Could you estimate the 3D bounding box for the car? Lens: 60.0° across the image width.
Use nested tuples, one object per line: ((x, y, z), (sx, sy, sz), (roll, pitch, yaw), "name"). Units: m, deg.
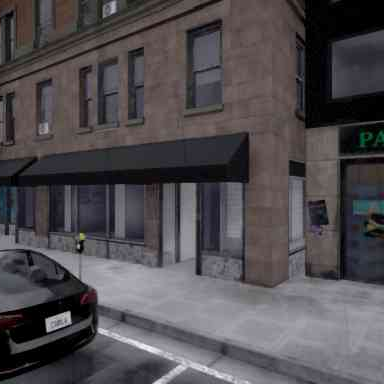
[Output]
((-3.266, 1.566, 5.138), (4.313, 1.339, 1.947), (0, 0, 36), "car")
